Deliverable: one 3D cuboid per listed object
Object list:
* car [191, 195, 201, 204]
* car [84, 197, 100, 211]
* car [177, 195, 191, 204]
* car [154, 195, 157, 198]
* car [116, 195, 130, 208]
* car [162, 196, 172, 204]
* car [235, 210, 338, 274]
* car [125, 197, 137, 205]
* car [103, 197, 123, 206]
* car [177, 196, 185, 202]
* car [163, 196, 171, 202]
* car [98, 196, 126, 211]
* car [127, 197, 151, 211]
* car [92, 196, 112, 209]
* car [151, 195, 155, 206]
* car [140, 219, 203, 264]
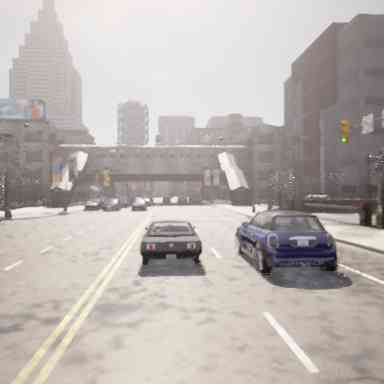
[{"bbox_3d":[0.965,1.824,75.398,1.895,1.301,4.718,0,0,-5],"label":"car"},{"bbox_3d":[-13.398,1.704,45.761,2.097,1.535,5.008,0,0,-5],"label":"car"},{"bbox_3d":[-1.982,1.758,72.253,2.128,1.511,4.902,0,0,-4],"label":"car"},{"bbox_3d":[-8.709,1.765,68.061,1.837,1.490,4.892,0,0,-4],"label":"car"},{"bbox_3d":[-11.070,1.585,52.545,2.097,1.767,4.553,0,0,-4],"label":"car"},{"bbox_3d":[-5.472,1.753,71.983,1.837,1.490,4.892,0,0,-4],"label":"car"},{"bbox_3d":[2.794,1.369,10.880,2.097,1.767,4.553,0,0,-4],"label":"car"},{"bbox_3d":[-12.127,1.760,66.822,1.882,1.535,5.008,0,0,-4],"label":"car"},{"bbox_3d":[-14.841,1.767,62.901,2.231,1.521,4.892,0,0,5],"label":"car"},{"bbox_3d":[-2.707,1.731,82.639,1.812,1.442,4.674,0,0,-4],"label":"car"},{"bbox_3d":[-6.197,1.752,82.374,2.128,1.511,4.902,0,0,-4],"label":"car"},{"bbox_3d":[-10.374,1.690,43.451,2.128,1.511,4.902,0,0,-4],"label":"car"},{"bbox_3d":[-6.908,1.727,44.100,2.033,1.411,5.357,0,0,-4],"label":"car"},{"bbox_3d":[-14.038,1.602,52.156,2.185,1.767,4.553,0,0,-5],"label":"car"},{"bbox_3d":[-7.879,1.774,57.131,2.033,1.411,5.357,0,0,-4],"label":"car"},{"bbox_3d":[-0.767,1.644,12.064,1.895,1.301,4.718,0,0,-4],"label":"car"}]
